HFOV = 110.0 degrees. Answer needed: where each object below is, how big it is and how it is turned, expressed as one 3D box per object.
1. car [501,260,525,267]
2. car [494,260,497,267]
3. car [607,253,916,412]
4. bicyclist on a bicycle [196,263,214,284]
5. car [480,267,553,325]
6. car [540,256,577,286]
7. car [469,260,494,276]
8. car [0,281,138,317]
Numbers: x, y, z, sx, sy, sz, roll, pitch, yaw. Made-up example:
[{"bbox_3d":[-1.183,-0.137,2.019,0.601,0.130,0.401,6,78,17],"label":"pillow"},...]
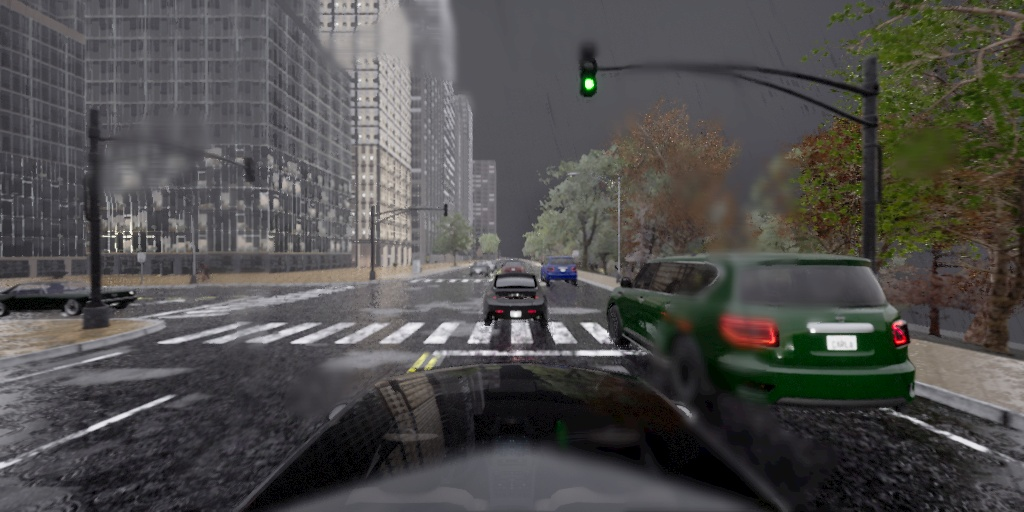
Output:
[{"bbox_3d":[0.110,1.177,32.934,2.097,1.767,4.553,0,0,0],"label":"car"},{"bbox_3d":[-3.305,1.386,47.346,1.812,1.442,4.674,0,0,0],"label":"car"},{"bbox_3d":[3.352,0.982,6.325,2.150,2.045,5.566,0,0,0],"label":"car"},{"bbox_3d":[-24.643,1.401,28.768,0.582,1.620,1.656,-1,1,0],"label":"bicyclist on a bicycle"},{"bbox_3d":[0.102,1.282,11.936,1.837,1.490,4.892,0,0,0],"label":"car"},{"bbox_3d":[3.353,1.031,26.247,2.150,2.045,5.566,0,0,0],"label":"car"},{"bbox_3d":[-3.331,1.328,37.662,2.128,1.511,4.902,0,0,0],"label":"car"},{"bbox_3d":[-18.408,1.690,14.647,4.718,1.301,1.895,-1,0,0],"label":"car"}]
